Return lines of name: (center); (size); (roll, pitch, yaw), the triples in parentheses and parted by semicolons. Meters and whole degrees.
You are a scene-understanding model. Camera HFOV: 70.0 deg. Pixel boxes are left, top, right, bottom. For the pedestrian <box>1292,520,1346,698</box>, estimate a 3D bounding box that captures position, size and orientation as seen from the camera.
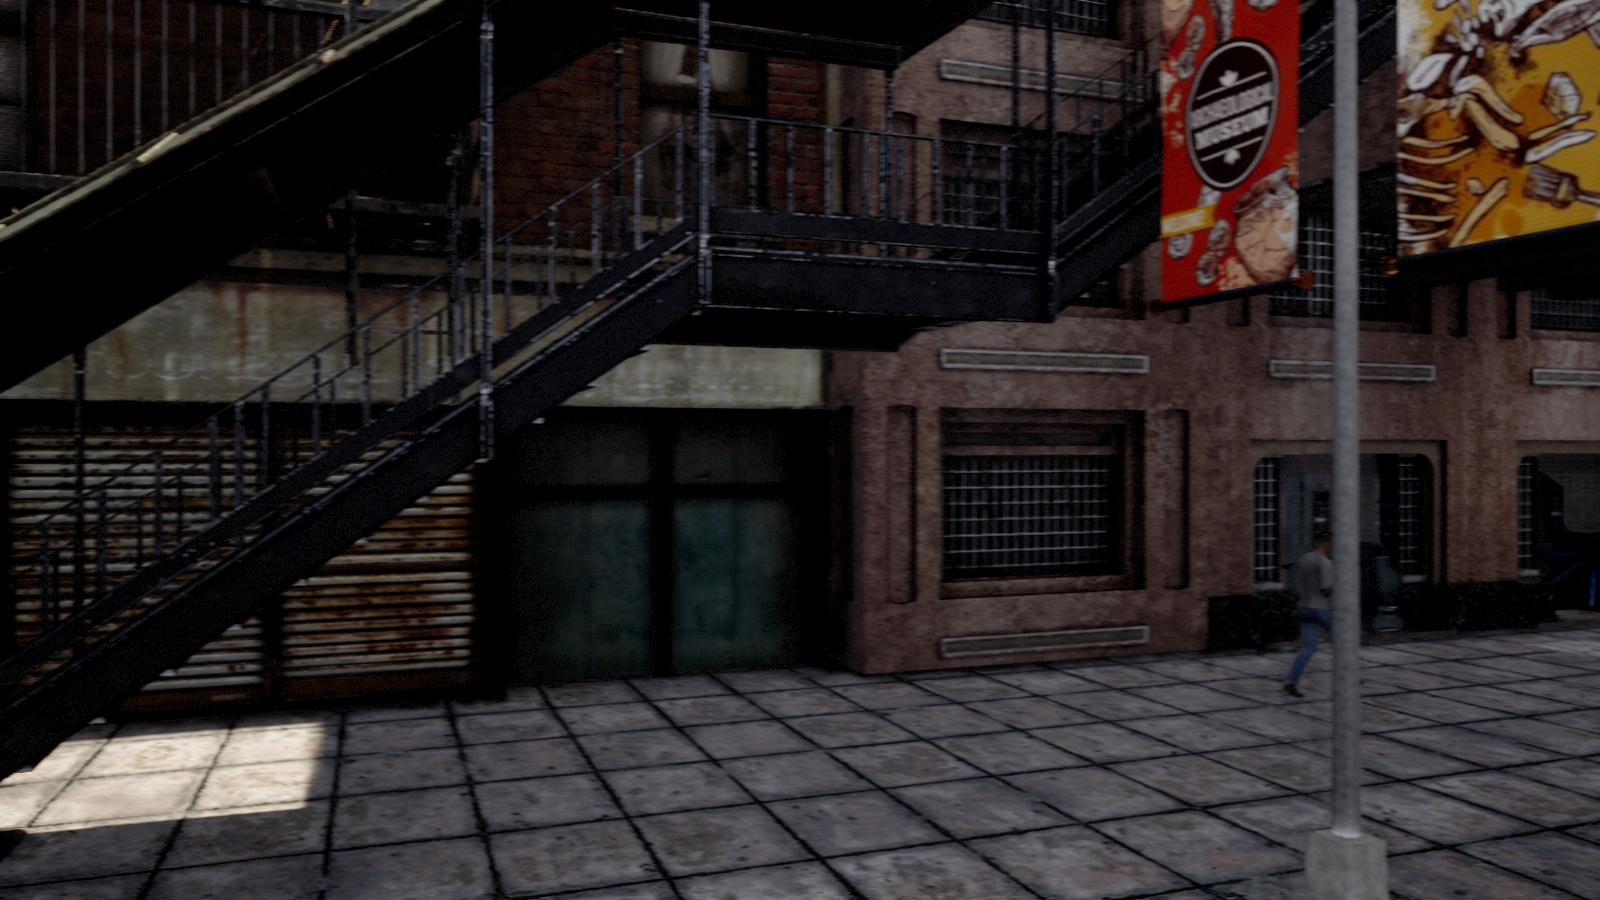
pedestrian: (5.600, 1.697, 12.330); (0.375, 1.860, 0.375); (0, 0, -15)
